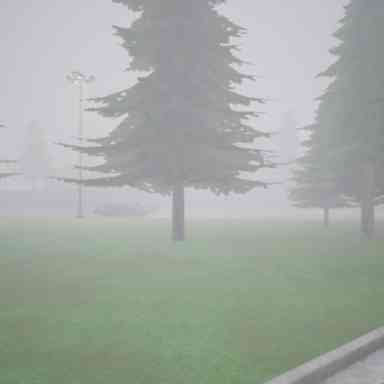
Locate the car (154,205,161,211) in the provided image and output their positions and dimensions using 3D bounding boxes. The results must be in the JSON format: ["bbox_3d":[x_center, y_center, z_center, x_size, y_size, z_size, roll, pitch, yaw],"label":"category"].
[{"bbox_3d":[-6.365,1.692,38.702,5.357,1.411,2.033,0,0,2],"label":"car"}]

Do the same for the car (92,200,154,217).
[{"bbox_3d":[-6.646,1.661,31.708,5.357,1.411,2.033,0,0,2],"label":"car"}]
